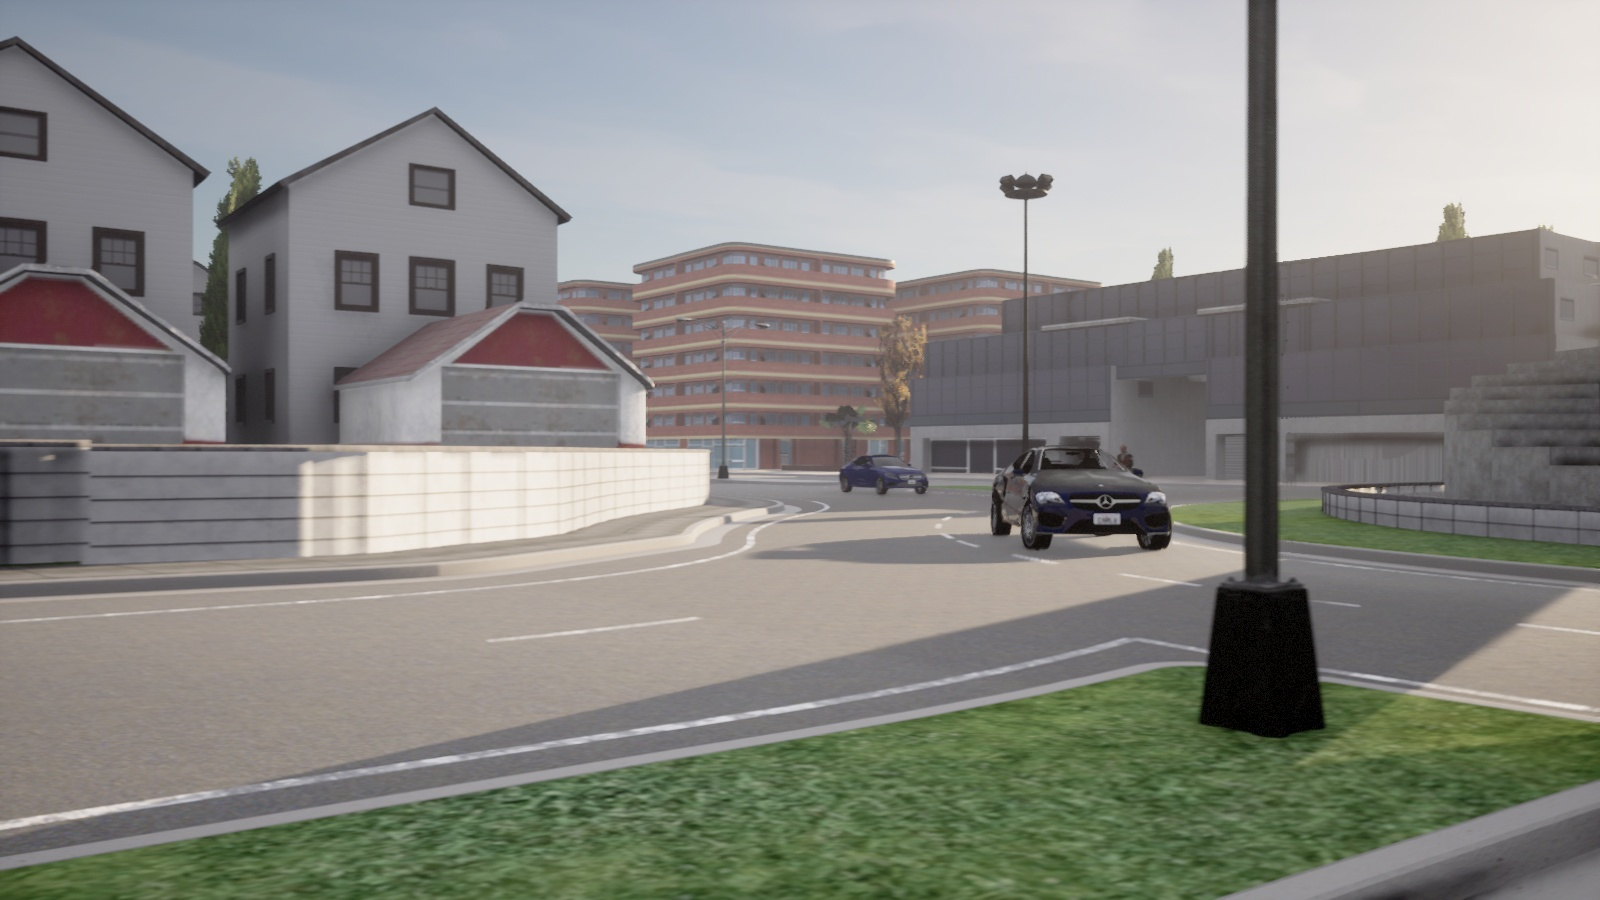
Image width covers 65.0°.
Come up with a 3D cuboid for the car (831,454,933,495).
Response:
[{"bbox_3d":[2.975,0.879,46.772,1.812,1.442,4.674,0,0,-24],"label":"car"}]

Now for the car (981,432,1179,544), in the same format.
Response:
[{"bbox_3d":[4.506,0.566,21.102,2.152,1.651,5.027,0,0,-1],"label":"car"}]
